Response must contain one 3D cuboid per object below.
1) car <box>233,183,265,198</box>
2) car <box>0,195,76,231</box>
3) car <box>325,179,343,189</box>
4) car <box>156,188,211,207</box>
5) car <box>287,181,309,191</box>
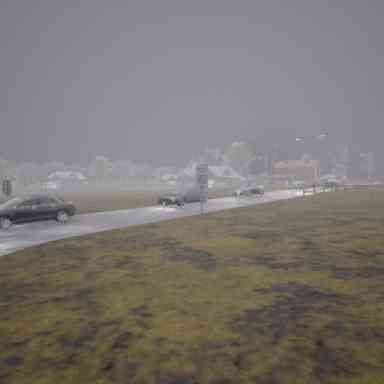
[{"bbox_3d":[6.232,-0.238,36.335,2.128,1.511,4.902,1,3,37],"label":"car"},{"bbox_3d":[-8.397,0.961,16.989,1.837,1.490,4.892,1,4,40],"label":"car"},{"bbox_3d":[23.190,-1.350,54.288,1.882,1.535,5.008,1,3,36],"label":"car"},{"bbox_3d":[-0.526,0.370,27.218,2.033,1.411,5.357,1,3,37],"label":"car"},{"bbox_3d":[15.689,-0.905,48.950,1.812,1.442,4.674,1,3,36],"label":"car"}]
